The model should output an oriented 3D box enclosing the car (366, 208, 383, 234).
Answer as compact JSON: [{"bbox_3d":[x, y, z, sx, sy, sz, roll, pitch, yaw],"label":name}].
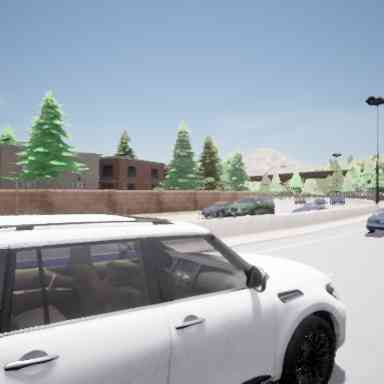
[{"bbox_3d":[11.607,1.629,19.175,2.033,1.411,5.357,0,0,42],"label":"car"}]

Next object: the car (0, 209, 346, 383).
[{"bbox_3d":[-0.719,1.238,3.389,5.566,2.045,2.150,0,0,-37],"label":"car"}]

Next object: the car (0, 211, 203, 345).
[{"bbox_3d":[-2.213,1.384,6.702,4.553,1.767,2.097,0,0,-37],"label":"car"}]

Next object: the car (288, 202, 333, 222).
[{"bbox_3d":[10.318,1.673,28.695,2.033,1.411,5.357,0,0,39],"label":"car"}]

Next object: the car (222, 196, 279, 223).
[{"bbox_3d":[5.008,1.347,27.865,2.150,2.045,5.566,0,0,41],"label":"car"}]
